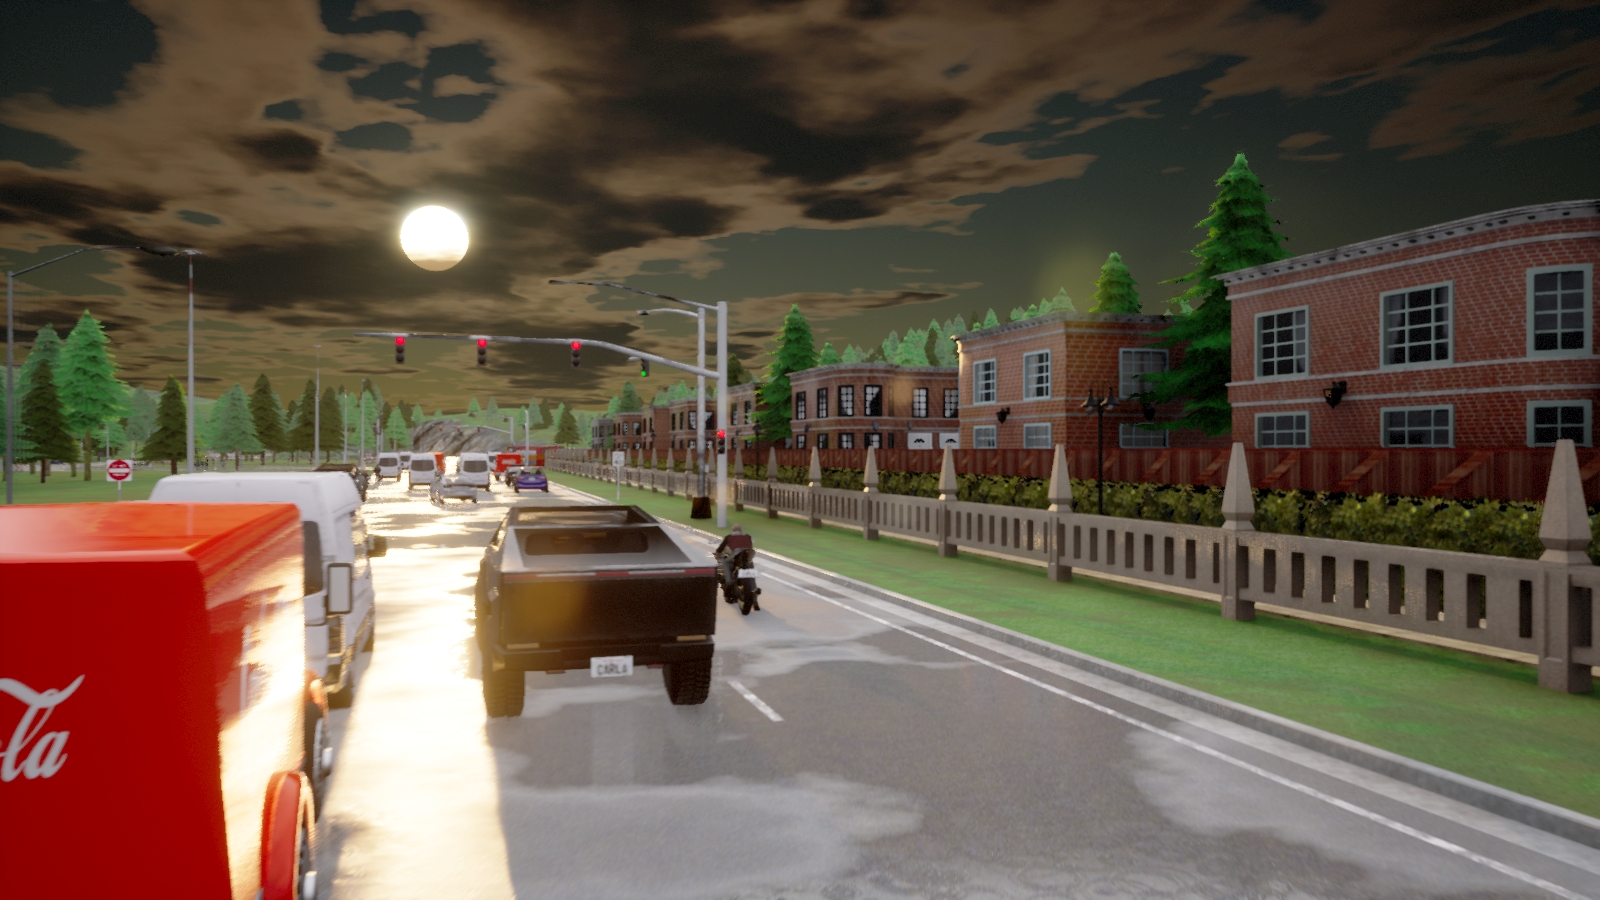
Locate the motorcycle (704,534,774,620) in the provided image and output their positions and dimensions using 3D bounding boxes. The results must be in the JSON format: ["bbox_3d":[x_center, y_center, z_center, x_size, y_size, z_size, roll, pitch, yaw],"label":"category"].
[{"bbox_3d":[-1.112,2.207,20.226,0.867,1.251,2.209,0,0,-13],"label":"motorcycle"}]

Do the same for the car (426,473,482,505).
[{"bbox_3d":[-18.480,2.037,60.840,2.097,1.535,5.006,0,0,-26],"label":"car"}]

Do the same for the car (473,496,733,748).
[{"bbox_3d":[-2.733,1.755,14.097,2.390,2.098,6.274,0,0,-17],"label":"car"}]

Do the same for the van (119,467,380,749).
[{"bbox_3d":[-6.329,1.535,13.877,1.988,2.561,5.915,0,0,-17],"label":"van"}]

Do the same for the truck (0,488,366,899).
[{"bbox_3d":[-4.176,1.575,6.832,2.627,2.467,5.204,0,0,-17],"label":"truck"}]

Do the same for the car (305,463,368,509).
[{"bbox_3d":[-23.302,1.756,57.619,2.390,2.098,6.274,0,0,-17],"label":"car"}]
